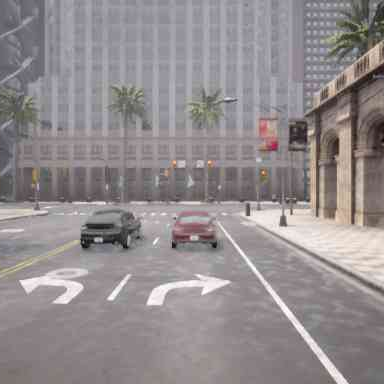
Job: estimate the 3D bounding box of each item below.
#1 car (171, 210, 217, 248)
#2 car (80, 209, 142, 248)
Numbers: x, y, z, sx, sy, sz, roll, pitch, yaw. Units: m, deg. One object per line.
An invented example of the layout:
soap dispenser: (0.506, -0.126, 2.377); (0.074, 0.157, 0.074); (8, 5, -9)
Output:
car: (0.096, 1.532, 14.595); (1.812, 1.442, 4.674); (0, 0, 0)
car: (-3.404, 1.515, 14.620); (1.837, 1.490, 4.892); (0, 0, 0)
